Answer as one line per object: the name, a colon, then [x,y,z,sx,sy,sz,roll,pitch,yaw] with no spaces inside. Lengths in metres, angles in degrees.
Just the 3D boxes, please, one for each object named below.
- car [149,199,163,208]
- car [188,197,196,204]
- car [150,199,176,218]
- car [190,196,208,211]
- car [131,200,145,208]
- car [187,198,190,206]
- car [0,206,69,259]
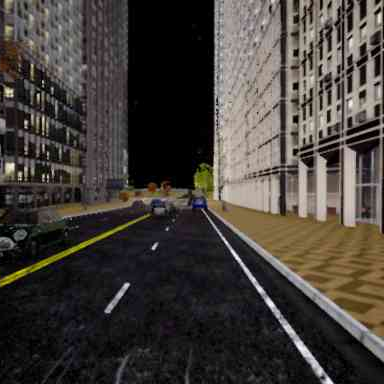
car: [-6.513,2.011,60.889,1.882,1.535,5.008,0,0,1]
car: [0.016,2.010,81.932,1.882,1.535,5.008,0,0,0]
car: [-3.146,1.801,34.278,2.128,1.511,4.902,0,-1,0]
car: [1.146,1.663,48.423,2.150,2.045,5.566,0,-1,0]
car: [-9.755,2.078,60.900,2.033,1.411,5.357,0,0,1]
car: [0.013,2.054,66.545,1.837,1.490,4.892,0,0,0]
car: [-6.588,1.466,13.125,2.097,1.767,4.553,0,-1,0]
